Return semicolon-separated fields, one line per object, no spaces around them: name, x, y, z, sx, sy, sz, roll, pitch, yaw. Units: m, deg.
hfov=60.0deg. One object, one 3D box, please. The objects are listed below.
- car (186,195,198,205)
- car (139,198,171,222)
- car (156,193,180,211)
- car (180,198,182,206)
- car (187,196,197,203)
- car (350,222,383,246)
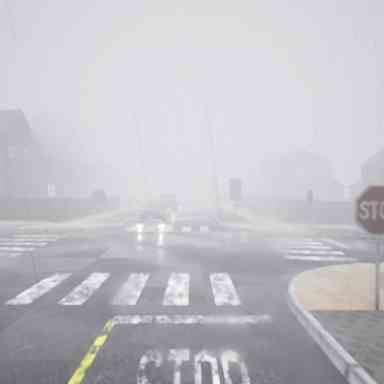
car;0.022;1.494;57.374;1.994;1.385;4.181;0;0;0
car;-2.840;1.433;25.335;1.812;1.442;4.674;0;0;0
car;-2.829;1.116;38.615;2.150;2.045;5.566;0;0;0
car;-2.768;1.270;53.713;2.097;1.767;4.553;0;0;1
car;0.026;1.477;67.383;1.837;1.490;4.892;0;0;0
car;9.766;1.665;14.981;4.718;1.301;1.895;1;1;-2
